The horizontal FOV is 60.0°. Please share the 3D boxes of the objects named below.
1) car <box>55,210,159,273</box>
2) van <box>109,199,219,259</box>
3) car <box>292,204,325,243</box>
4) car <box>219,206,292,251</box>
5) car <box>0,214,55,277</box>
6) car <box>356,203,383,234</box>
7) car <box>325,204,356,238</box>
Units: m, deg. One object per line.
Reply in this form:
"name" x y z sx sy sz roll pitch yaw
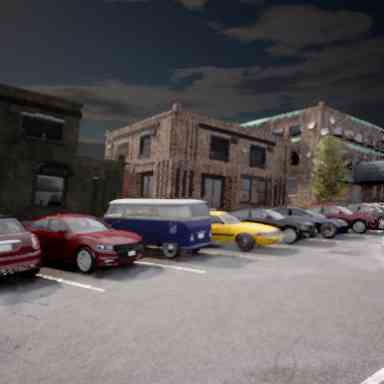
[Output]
"car" -3.759 1.474 10.683 5.008 1.535 2.097 -1 -1 34
"van" -1.485 1.252 12.489 4.442 1.987 1.878 -1 -1 34
"car" 3.345 1.479 15.904 5.008 1.535 2.097 -1 -1 34
"car" 1.137 1.472 14.057 5.366 1.575 1.946 -1 -1 34
"car" -6.107 1.347 8.907 4.553 1.767 2.185 -1 -1 34
"car" 8.085 1.482 19.371 5.008 1.535 2.097 -1 -1 34
"car" 5.743 1.510 17.614 4.792 1.488 2.163 -1 -1 34
